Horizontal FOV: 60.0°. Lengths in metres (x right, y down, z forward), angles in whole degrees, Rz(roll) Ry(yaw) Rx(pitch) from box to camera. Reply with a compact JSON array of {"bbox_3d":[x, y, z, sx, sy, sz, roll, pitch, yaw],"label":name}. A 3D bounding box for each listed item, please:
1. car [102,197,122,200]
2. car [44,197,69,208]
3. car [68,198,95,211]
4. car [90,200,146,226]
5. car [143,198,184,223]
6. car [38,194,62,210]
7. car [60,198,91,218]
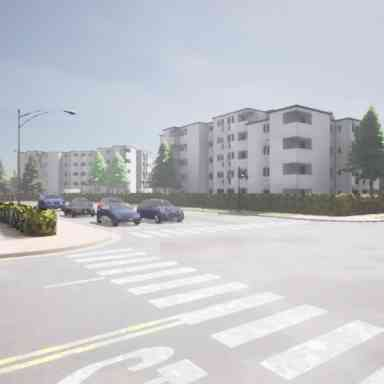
[{"bbox_3d":[-7.687,1.349,32.780,2.097,1.767,4.553,0,0,-36],"label":"car"},{"bbox_3d":[-20.636,1.489,50.537,2.128,1.511,4.902,0,0,-39],"label":"car"},{"bbox_3d":[-13.709,1.502,41.165,1.837,1.490,4.892,0,0,-36],"label":"car"},{"bbox_3d":[-5.293,1.524,23.422,1.812,1.442,4.674,0,0,-36],"label":"car"},{"bbox_3d":[-2.503,1.349,25.541,2.097,1.767,4.553,0,0,-36],"label":"car"},{"bbox_3d":[-16.608,1.222,39.235,2.150,2.045,5.566,0,0,-36],"label":"car"},{"bbox_3d":[-10.367,1.562,30.529,1.994,1.385,4.181,0,0,-35],"label":"car"}]
